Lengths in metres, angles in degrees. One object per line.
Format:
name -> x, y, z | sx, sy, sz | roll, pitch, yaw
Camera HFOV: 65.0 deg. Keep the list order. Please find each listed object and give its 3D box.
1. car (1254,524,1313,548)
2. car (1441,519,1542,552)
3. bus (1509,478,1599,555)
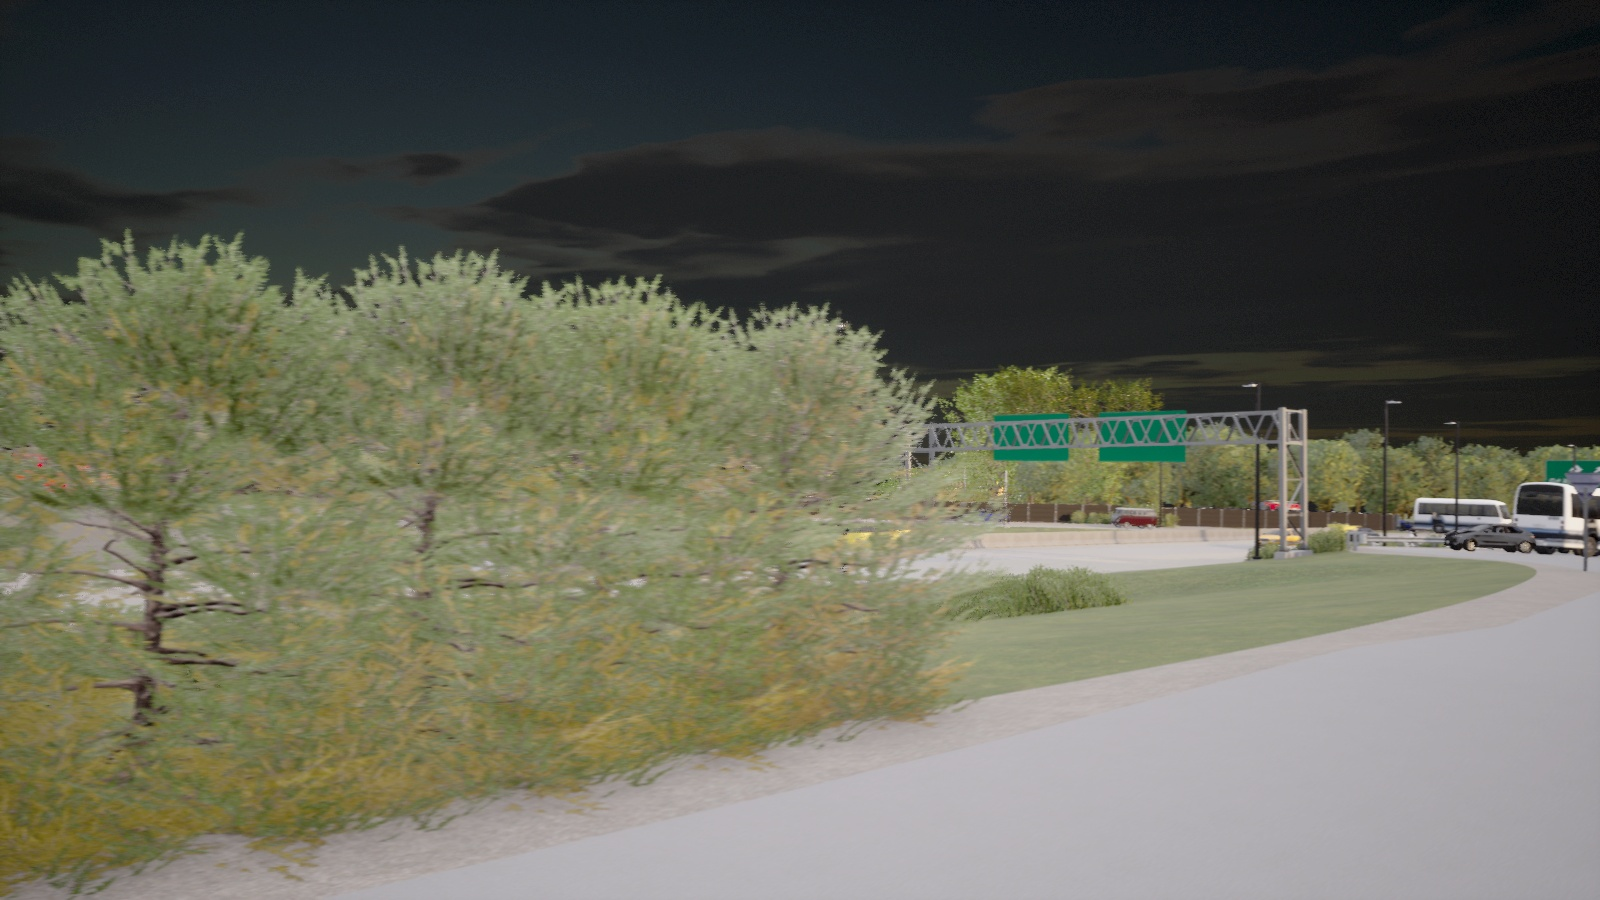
car -> 34.005, 6.036, 88.241 | 5.366, 1.575, 1.801 | 3, -2, -45
car -> 35.522, 4.393, 64.589 | 4.193, 1.474, 1.816 | 2, -3, 3
bus -> 47.989, 4.182, 76.071 | 10.273, 4.253, 3.944 | 4, -2, -30
